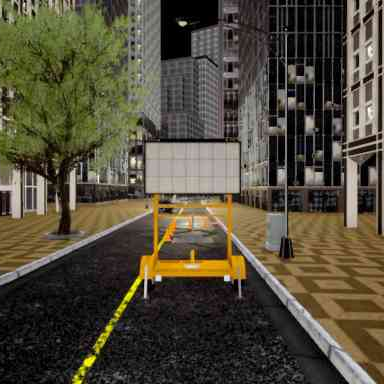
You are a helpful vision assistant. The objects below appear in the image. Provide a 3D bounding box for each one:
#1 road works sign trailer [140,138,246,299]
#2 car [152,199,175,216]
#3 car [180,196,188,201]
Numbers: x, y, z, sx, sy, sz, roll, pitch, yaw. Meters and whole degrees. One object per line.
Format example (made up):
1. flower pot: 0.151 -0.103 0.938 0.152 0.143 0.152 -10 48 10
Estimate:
1. road works sign trailer: 0.017 0.464 8.403 2.380 3.560 2.880 0 0 0
2. car: -2.784 1.523 32.819 1.837 1.490 4.892 0 0 0
3. car: -2.196 1.767 87.292 1.895 1.301 4.718 0 0 3
